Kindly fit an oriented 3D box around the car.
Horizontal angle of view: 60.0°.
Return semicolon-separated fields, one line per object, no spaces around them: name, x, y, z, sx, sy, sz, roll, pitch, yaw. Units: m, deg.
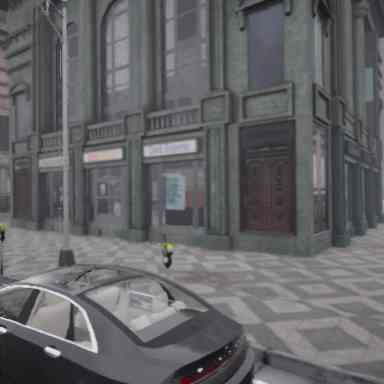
car;-1.443;1.582;4.001;4.403;1.369;2.008;-1;-1;36
